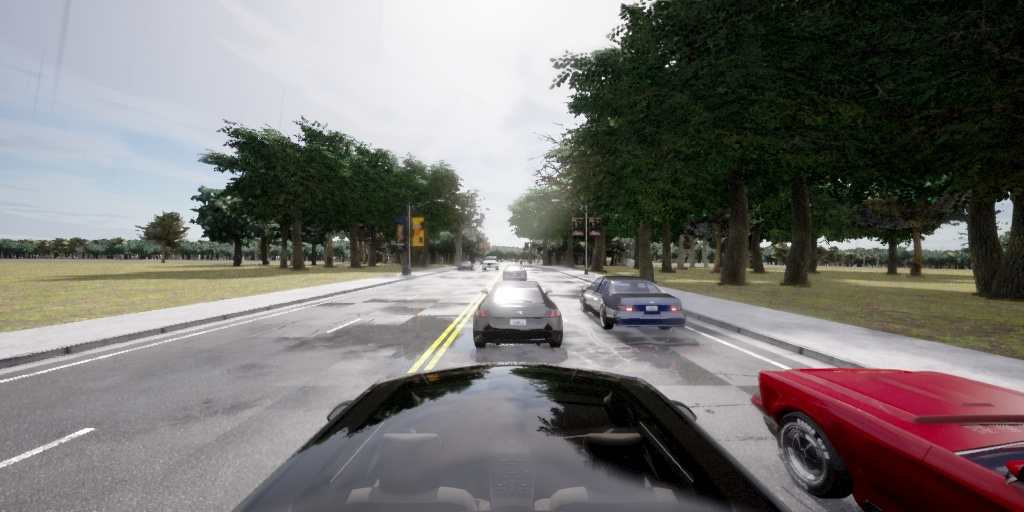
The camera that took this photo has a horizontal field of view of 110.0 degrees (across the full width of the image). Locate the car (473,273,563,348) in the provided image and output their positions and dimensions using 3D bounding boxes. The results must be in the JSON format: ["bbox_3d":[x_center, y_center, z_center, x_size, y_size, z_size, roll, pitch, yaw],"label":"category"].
[{"bbox_3d":[0.133,1.319,9.286,1.994,1.385,4.181,0,0,0],"label":"car"}]

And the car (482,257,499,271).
[{"bbox_3d":[-3.096,1.096,52.272,2.150,2.045,5.566,0,0,1],"label":"car"}]

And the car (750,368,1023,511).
[{"bbox_3d":[3.349,1.351,1.506,1.895,1.301,4.718,0,0,0],"label":"car"}]

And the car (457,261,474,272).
[{"bbox_3d":[-6.348,1.429,49.578,1.994,1.385,4.181,0,0,1],"label":"car"}]

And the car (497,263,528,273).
[{"bbox_3d":[0.210,1.350,27.094,2.033,1.411,5.357,0,0,1],"label":"car"}]

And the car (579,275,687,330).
[{"bbox_3d":[3.386,1.307,11.123,2.033,1.411,5.357,0,0,1],"label":"car"}]
